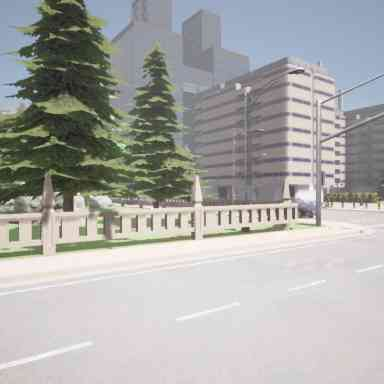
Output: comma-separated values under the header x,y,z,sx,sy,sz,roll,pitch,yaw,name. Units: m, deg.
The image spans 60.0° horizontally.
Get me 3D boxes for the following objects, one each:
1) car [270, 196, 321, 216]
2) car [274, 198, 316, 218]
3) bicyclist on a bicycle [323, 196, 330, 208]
x,y,z,sx,sy,sz,roll,pitch,yaw,name
10.453,1.352,33.844,2.097,1.767,4.553,0,0,-35,car
8.915,1.505,29.969,1.837,1.490,4.892,0,0,-35,car
17.409,1.302,43.008,1.656,1.620,0.582,0,0,-35,bicyclist on a bicycle
